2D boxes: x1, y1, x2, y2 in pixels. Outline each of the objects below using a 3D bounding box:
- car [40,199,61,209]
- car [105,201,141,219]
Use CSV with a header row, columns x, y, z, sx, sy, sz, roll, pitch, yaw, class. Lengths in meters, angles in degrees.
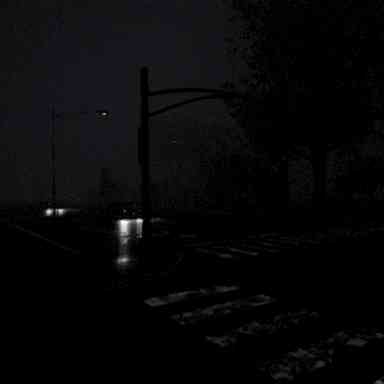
x,y,z,sx,sy,sz,roll,pitch,yaw,class
-20.477,1.681,48.145,1.895,1.301,4.718,-1,1,-39,car
-6.333,1.573,29.993,1.812,1.442,4.674,-1,1,-38,car
